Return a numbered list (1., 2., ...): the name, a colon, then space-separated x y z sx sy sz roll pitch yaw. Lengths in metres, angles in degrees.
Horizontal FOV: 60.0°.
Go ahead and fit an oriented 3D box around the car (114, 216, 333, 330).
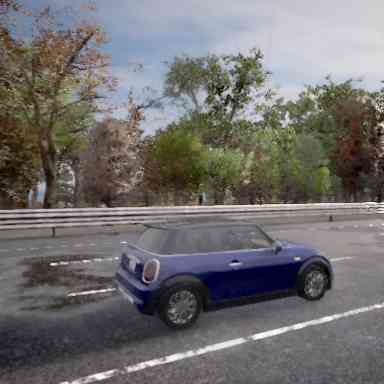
1. car: 0.791 1.347 7.029 4.553 1.767 2.097 0 0 -28
